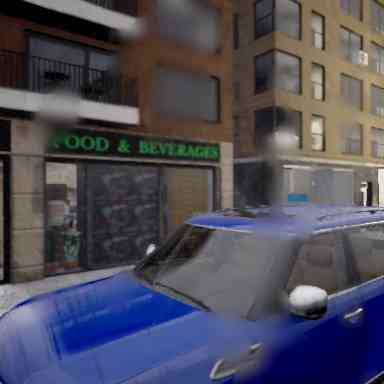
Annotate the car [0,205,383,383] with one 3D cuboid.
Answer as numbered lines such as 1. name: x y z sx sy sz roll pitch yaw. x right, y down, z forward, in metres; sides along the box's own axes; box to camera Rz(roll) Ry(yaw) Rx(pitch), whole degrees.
1. car: 0.820 1.215 3.670 5.566 2.045 2.150 0 0 -36
